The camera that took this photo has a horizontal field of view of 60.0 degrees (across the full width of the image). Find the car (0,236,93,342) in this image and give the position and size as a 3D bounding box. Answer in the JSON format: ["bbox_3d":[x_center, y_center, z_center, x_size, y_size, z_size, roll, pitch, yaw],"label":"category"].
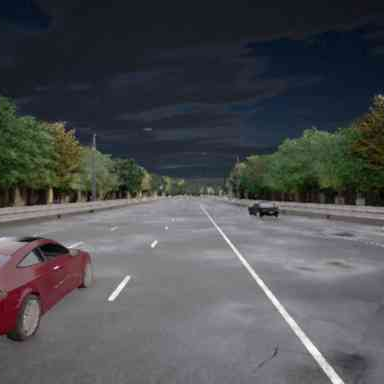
[{"bbox_3d":[-3.395,1.585,6.455,1.812,1.442,4.674,0,-1,0],"label":"car"}]

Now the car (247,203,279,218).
[{"bbox_3d":[7.189,1.813,34.105,1.882,1.535,5.008,0,0,-9],"label":"car"}]
